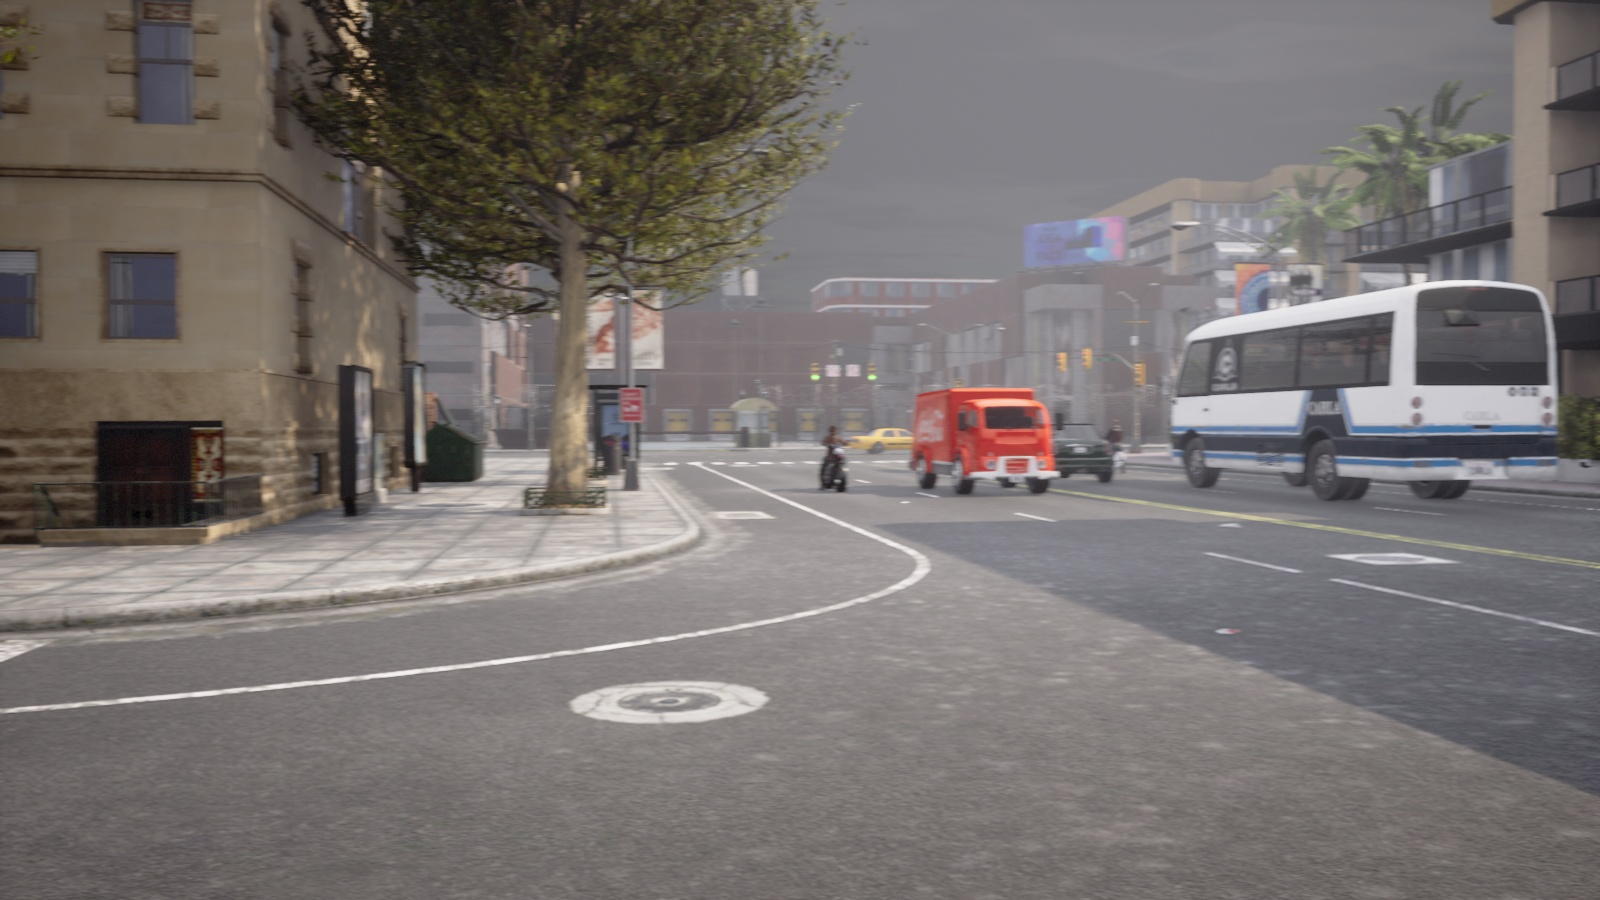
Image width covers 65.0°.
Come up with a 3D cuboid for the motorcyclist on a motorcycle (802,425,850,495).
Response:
[{"bbox_3d":[0.621,0.208,30.793,0.766,1.649,2.350,0,1,-9],"label":"motorcyclist on a motorcycle"}]

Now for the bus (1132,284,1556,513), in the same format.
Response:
[{"bbox_3d":[11.595,-1.050,28.652,3.944,4.253,10.273,0,1,-9],"label":"bus"}]

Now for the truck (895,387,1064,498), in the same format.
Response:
[{"bbox_3d":[4.204,-0.215,30.547,2.627,2.467,5.204,0,1,-9],"label":"truck"}]

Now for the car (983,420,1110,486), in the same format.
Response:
[{"bbox_3d":[6.914,0.040,35.792,2.097,1.767,4.553,0,1,-9],"label":"car"}]

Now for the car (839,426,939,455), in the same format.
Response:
[{"bbox_3d":[5.002,-0.534,70.863,5.366,1.575,1.801,0,1,-9],"label":"car"}]
